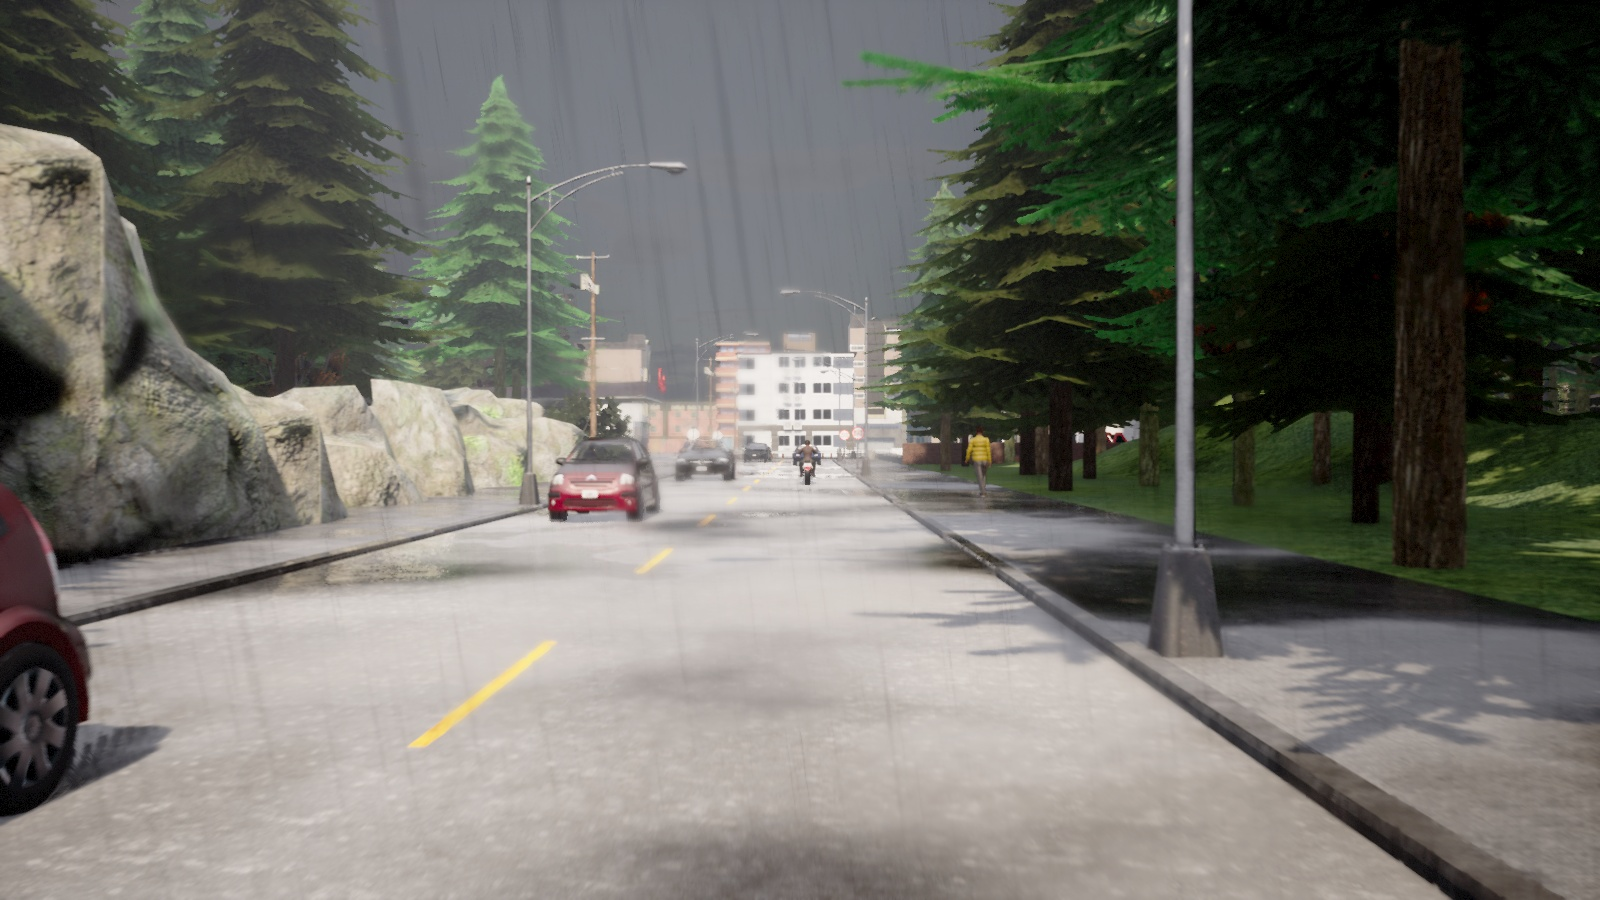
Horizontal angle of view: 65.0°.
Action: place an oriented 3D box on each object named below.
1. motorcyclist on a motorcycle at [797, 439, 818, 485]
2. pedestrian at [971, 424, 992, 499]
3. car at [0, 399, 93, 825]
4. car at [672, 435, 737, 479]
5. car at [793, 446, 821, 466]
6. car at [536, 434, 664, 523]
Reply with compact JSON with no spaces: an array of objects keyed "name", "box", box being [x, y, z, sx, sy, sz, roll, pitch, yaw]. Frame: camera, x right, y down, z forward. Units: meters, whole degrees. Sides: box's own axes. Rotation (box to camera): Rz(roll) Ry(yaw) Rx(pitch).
[{"name":"motorcyclist on a motorcycle","box":[0.280,0.437,46.169,0.766,1.649,2.350,0,0,0]},{"name":"pedestrian","box":[4.490,0.285,31.073,0.431,1.840,0.709,0,0,1]},{"name":"car","box":[-3.965,0.622,3.385,1.851,1.617,3.988,0,0,0]},{"name":"car","box":[-3.700,0.242,49.604,2.152,1.651,5.027,0,0,0]},{"name":"car","box":[0.469,0.369,84.927,1.895,1.301,4.718,0,0,0]},{"name":"car","box":[-3.843,0.502,24.757,1.851,1.617,3.988,0,0,0]}]
